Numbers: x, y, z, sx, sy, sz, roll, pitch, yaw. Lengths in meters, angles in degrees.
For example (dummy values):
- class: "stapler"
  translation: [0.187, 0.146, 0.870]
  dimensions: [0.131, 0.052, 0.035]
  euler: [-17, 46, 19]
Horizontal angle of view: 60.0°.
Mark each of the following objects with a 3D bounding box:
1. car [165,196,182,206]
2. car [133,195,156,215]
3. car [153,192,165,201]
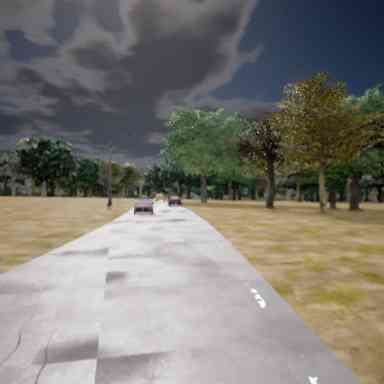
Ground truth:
- class: "car"
  translation: [-2.686, 1.346, 51.002]
  dimensions: [1.882, 1.535, 5.008]
  euler: [0, 0, -8]
- class: "car"
  translation: [-4.840, 1.403, 33.685]
  dimensions: [1.882, 1.535, 5.008]
  euler: [0, 0, -6]
- class: "car"
  translation: [-6.649, 1.120, 69.832]
  dimensions: [1.882, 1.535, 5.008]
  euler: [0, 0, -9]
